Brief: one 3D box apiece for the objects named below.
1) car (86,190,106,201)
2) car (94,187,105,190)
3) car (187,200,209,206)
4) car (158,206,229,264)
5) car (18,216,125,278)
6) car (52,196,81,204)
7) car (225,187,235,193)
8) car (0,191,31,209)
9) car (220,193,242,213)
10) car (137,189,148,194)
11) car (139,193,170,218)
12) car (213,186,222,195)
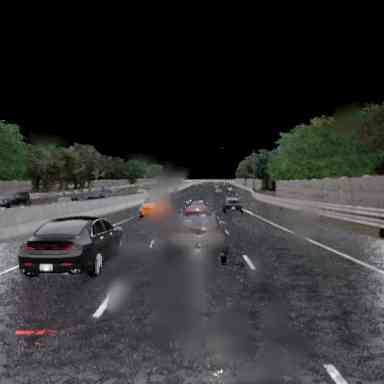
[{"bbox_3d":[-16.173,0.864,56.016,1.895,1.301,4.718,0,2,3],"label":"car"},{"bbox_3d":[-21.374,-0.421,76.545,2.097,1.767,4.553,0,2,1],"label":"car"},{"bbox_3d":[0.504,1.405,29.329,1.994,1.385,4.181,0,1,1],"label":"car"},{"bbox_3d":[0.181,1.458,11.702,2.128,1.511,4.902,0,0,1],"label":"car"},{"bbox_3d":[-3.337,1.478,10.082,1.837,1.490,4.892,0,0,1],"label":"car"},{"bbox_3d":[-13.496,1.252,35.869,1.837,1.490,4.892,0,1,2],"label":"car"},{"bbox_3d":[10.027,-0.329,86.342,1.812,1.442,4.674,0,2,5],"label":"car"},{"bbox_3d":[-20.435,0.941,37.685,2.150,2.045,5.566,0,1,2],"label":"car"},{"bbox_3d":[4.002,1.217,33.908,1.837,1.490,4.892,0,1,2],"label":"car"},{"bbox_3d":[-11.460,0.017,76.894,1.882,1.535,5.008,0,2,4],"label":"car"},{"bbox_3d":[-3.026,1.206,28.160,2.097,1.767,4.553,0,1,1],"label":"car"},{"bbox_3d":[6.374,-0.103,81.796,2.033,1.411,5.357,0,2,4],"label":"car"}]
